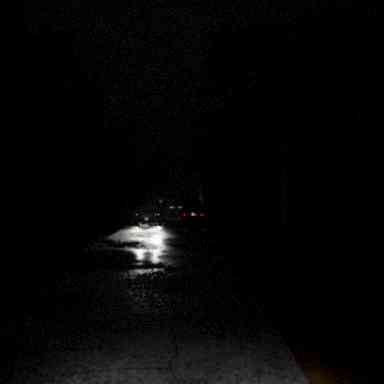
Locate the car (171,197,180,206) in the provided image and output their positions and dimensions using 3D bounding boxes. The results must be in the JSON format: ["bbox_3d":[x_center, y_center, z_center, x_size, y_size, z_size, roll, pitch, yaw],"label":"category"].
[{"bbox_3d":[-3.080,1.907,64.720,2.097,1.767,4.553,0,-1,0],"label":"car"}]

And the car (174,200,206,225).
[{"bbox_3d":[0.055,1.505,23.763,2.033,1.411,5.357,0,0,0],"label":"car"}]

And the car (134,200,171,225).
[{"bbox_3d":[-2.898,1.449,23.528,2.128,1.511,4.902,0,0,0],"label":"car"}]

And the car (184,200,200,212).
[{"bbox_3d":[-0.031,1.711,41.403,1.895,1.301,4.718,0,-1,0],"label":"car"}]
